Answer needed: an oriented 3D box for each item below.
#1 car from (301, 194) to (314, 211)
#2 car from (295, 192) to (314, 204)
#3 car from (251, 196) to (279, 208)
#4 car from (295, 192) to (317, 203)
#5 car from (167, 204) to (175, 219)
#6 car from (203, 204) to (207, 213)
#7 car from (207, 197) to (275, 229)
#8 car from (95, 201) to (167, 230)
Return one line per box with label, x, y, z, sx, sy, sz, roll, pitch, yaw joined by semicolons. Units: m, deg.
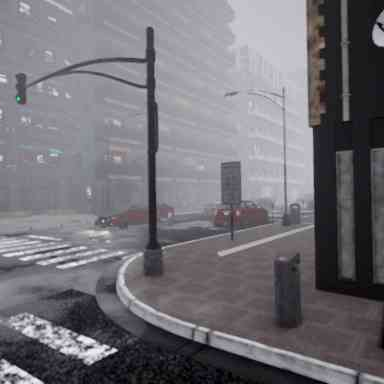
car;12.924;1.187;33.542;1.947;1.339;4.313;-1;0;36
car;16.610;0.961;48.291;2.033;1.411;5.357;-1;0;36
car;9.484;1.294;43.053;1.947;1.339;4.313;-1;0;36
car;19.480;0.914;56.792;2.192;1.841;5.009;-1;0;36
car;-3.203;1.442;25.779;1.887;1.381;4.507;-1;0;36
car;2.816;1.367;33.893;2.008;1.369;4.403;-1;0;36
car;3.013;1.192;19.740;1.967;1.590;4.097;-1;0;36
car;-3.842;1.451;20.358;1.994;1.385;4.181;-1;0;36
